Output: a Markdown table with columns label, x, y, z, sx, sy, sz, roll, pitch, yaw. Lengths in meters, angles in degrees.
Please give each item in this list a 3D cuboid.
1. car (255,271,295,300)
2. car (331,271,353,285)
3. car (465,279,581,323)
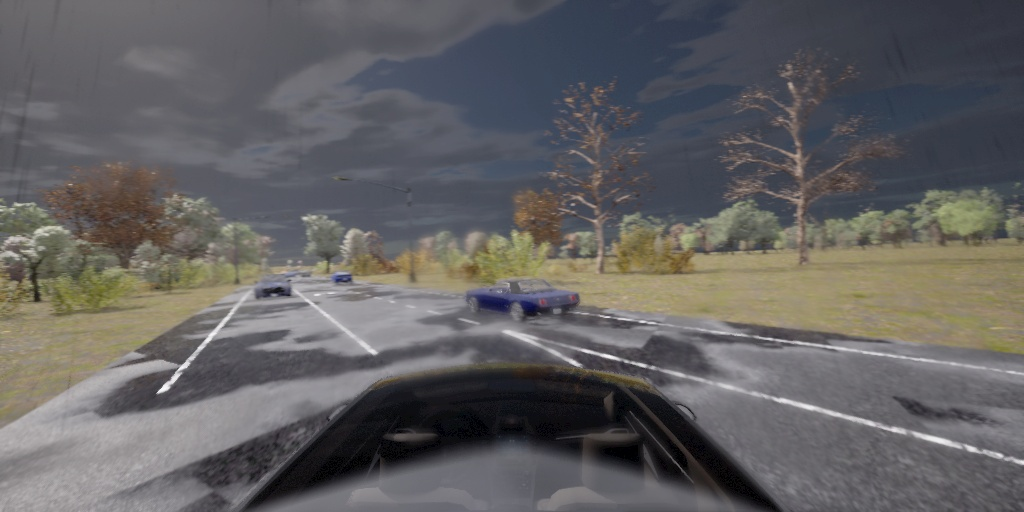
| label | x | y | z | sx | sy | sz | roll | pitch | yaw |
| --- | --- | --- | --- | --- | --- | --- | --- | --- | --- |
| car | -17.335 | 2.147 | 26.070 | 2.097 | 1.767 | 4.553 | -2 | -1 | -34 |
| car | -20.861 | 2.614 | 43.812 | 1.882 | 1.535 | 5.008 | -2 | -1 | -34 |
| car | 0.136 | 1.458 | 12.698 | 1.895 | 1.301 | 4.718 | -2 | -1 | -34 |
